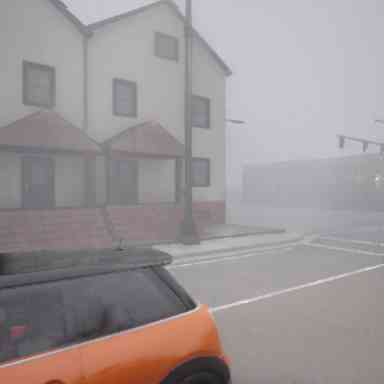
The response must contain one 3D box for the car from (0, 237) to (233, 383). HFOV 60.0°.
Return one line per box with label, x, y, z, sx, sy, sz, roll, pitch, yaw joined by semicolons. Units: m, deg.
car;-1.895;1.352;2.612;4.553;1.767;2.097;0;0;-35
